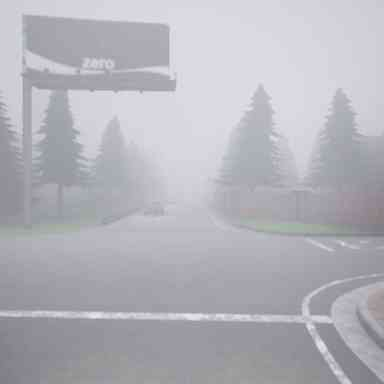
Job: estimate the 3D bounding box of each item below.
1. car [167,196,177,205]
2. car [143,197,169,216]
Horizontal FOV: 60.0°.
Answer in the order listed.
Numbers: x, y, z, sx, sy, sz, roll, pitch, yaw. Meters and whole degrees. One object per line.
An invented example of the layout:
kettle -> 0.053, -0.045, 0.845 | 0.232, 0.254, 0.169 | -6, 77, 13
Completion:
car -> -3.494, 1.366, 56.233 | 2.128, 1.511, 4.902 | 0, 0, 0
car -> -3.496, 1.487, 31.776 | 1.837, 1.490, 4.892 | 0, 1, 0
